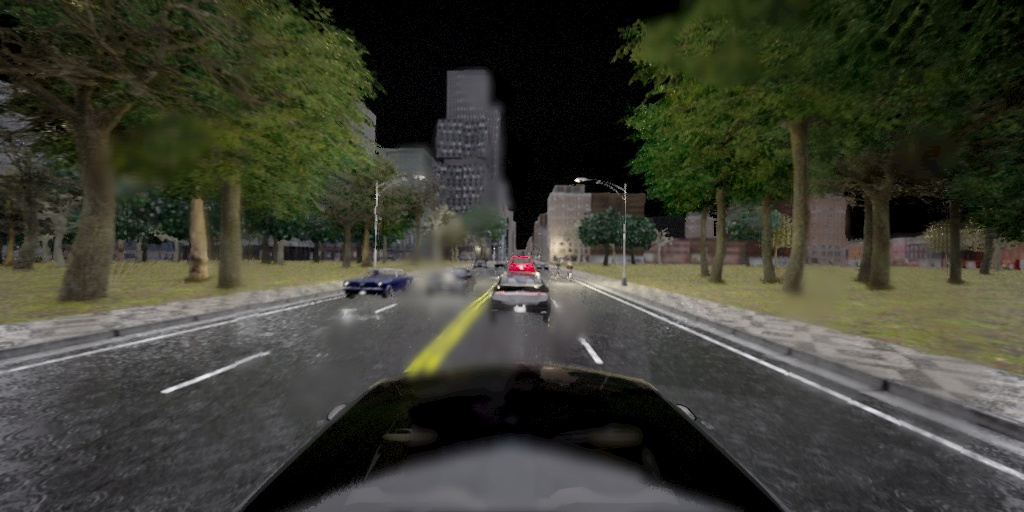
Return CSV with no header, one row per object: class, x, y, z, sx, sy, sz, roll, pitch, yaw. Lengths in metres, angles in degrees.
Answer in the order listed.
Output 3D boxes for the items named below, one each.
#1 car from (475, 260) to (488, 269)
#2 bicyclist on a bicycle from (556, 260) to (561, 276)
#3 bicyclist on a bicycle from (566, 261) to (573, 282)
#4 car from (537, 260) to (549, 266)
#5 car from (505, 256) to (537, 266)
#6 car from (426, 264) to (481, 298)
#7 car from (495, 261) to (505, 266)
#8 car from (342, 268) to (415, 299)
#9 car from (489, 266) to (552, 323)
car,-5.116,1.395,59.097,1.994,1.385,4.181,1,0,2
bicyclist on a bicycle,5.045,1.310,38.931,0.659,1.776,1.843,1,1,1
bicyclist on a bicycle,4.811,1.275,30.008,0.659,1.776,1.843,1,0,1
car,4.712,1.604,56.559,1.895,1.301,4.718,1,0,2
car,0.807,1.058,31.467,2.150,2.045,5.566,1,0,1
car,-2.994,1.291,18.369,1.994,1.385,4.181,1,0,2
car,-1.846,1.495,59.636,1.895,1.301,4.718,1,0,2
car,-6.271,1.266,17.372,1.895,1.301,4.718,1,0,1
car,0.298,1.266,12.277,2.128,1.511,4.902,1,0,1
